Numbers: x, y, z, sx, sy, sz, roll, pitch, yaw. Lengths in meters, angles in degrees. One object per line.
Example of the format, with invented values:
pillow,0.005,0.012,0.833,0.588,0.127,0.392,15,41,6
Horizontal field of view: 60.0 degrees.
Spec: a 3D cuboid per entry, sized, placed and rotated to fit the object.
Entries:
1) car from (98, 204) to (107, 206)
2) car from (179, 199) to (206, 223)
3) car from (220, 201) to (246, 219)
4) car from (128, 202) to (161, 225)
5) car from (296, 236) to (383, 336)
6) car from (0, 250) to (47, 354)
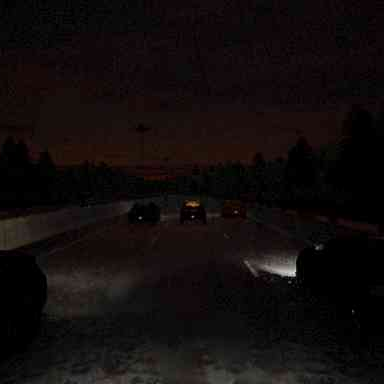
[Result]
car,-10.630,1.555,38.411,1.812,1.442,4.674,0,0,0
car,0.076,1.509,25.485,2.128,1.511,4.902,0,0,0
car,3.571,1.497,29.571,1.882,1.535,5.008,0,0,0
car,-3.423,1.510,24.511,2.128,1.511,4.902,0,0,0
car,3.582,1.568,6.680,1.994,1.385,4.181,0,0,0
car,-3.410,1.224,2.991,2.150,2.045,5.566,0,0,0
